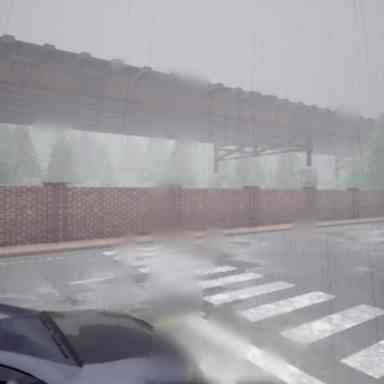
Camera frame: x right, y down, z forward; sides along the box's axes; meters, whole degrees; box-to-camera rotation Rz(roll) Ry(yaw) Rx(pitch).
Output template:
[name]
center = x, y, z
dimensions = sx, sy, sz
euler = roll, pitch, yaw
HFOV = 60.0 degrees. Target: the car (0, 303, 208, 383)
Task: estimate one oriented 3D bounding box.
[car]
center = -1.877, 1.563, 2.404
dimensions = 4.181, 1.385, 1.994
euler = 0, 0, -35
